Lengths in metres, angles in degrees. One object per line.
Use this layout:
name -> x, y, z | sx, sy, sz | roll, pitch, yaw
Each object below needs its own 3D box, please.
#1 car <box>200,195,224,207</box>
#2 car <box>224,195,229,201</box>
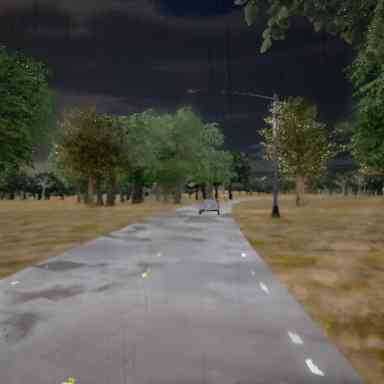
car -> 1.621, 1.218, 29.872 | 2.033, 1.411, 5.357 | 0, 0, 5
car -> 5.651, 1.181, 60.082 | 1.882, 1.535, 5.008 | 0, 0, 10
